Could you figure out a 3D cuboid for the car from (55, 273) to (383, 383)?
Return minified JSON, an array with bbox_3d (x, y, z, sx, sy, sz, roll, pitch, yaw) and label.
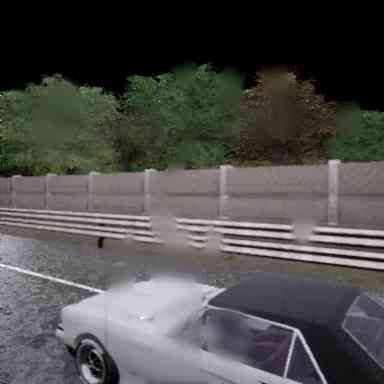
[{"bbox_3d":[0.641,1.599,3.535,4.718,1.301,1.895,0,0,35],"label":"car"}]
